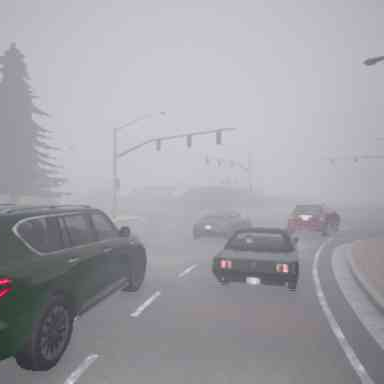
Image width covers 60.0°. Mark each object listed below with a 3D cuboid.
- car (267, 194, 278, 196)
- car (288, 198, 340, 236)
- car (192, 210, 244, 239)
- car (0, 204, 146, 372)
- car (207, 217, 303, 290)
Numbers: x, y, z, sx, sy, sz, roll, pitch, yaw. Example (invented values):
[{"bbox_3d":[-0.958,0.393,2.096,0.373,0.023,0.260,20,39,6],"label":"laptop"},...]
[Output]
[{"bbox_3d":[20.347,1.546,90.770,4.605,1.855,1.932,0,0,37],"label":"car"},{"bbox_3d":[7.128,1.437,19.222,2.097,1.767,4.553,0,-1,33],"label":"car"},{"bbox_3d":[1.663,1.621,17.246,1.994,1.385,4.181,0,0,27],"label":"car"},{"bbox_3d":[-2.538,1.229,5.946,2.150,2.045,5.566,0,-1,9],"label":"car"},{"bbox_3d":[1.995,1.635,9.295,1.895,1.301,4.718,0,0,17],"label":"car"}]
